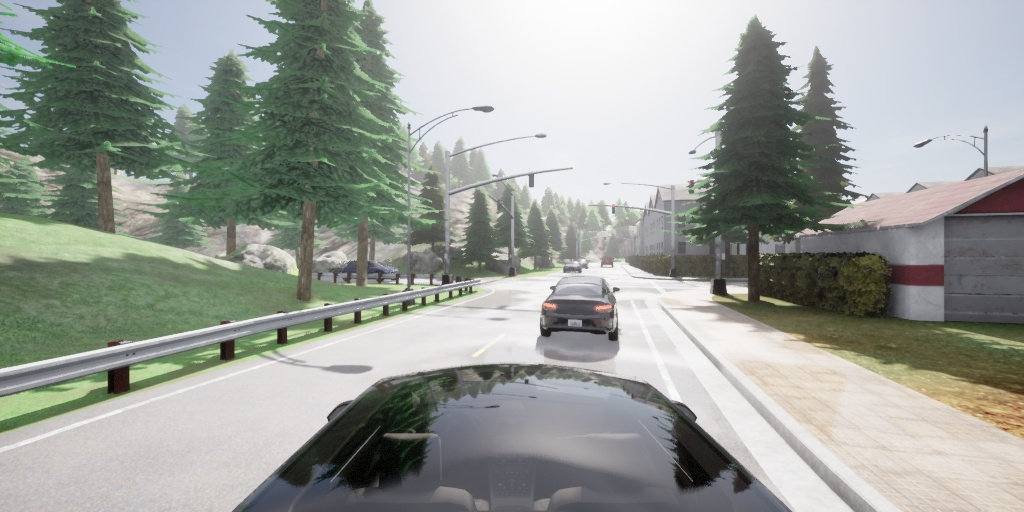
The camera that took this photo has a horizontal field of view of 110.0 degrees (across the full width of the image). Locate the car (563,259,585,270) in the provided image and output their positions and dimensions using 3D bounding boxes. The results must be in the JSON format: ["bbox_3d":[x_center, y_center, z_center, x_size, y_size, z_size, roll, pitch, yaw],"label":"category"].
[{"bbox_3d":[7.363,1.314,43.195,1.994,1.385,4.181,0,0,16],"label":"car"}]

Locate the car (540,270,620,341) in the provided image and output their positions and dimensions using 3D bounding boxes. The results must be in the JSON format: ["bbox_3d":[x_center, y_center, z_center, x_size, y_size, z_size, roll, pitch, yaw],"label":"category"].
[{"bbox_3d":[1.960,1.276,9.924,1.812,1.442,4.674,0,0,15],"label":"car"}]

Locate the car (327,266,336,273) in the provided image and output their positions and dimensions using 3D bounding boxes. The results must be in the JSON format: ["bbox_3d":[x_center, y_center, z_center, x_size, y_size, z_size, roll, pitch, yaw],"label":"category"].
[{"bbox_3d":[-14.990,1.257,33.769,4.902,1.511,2.128,0,0,16],"label":"car"}]

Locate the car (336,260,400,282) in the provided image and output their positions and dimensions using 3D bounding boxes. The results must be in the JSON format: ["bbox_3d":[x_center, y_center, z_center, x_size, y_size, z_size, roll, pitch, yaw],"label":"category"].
[{"bbox_3d":[-11.349,1.117,29.000,4.553,1.767,2.097,0,0,15],"label":"car"}]

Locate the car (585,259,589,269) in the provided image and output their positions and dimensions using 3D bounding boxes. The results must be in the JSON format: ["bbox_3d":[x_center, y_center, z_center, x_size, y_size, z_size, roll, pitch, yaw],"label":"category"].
[{"bbox_3d":[10.730,1.238,55.224,2.128,1.511,4.902,0,0,16],"label":"car"}]
